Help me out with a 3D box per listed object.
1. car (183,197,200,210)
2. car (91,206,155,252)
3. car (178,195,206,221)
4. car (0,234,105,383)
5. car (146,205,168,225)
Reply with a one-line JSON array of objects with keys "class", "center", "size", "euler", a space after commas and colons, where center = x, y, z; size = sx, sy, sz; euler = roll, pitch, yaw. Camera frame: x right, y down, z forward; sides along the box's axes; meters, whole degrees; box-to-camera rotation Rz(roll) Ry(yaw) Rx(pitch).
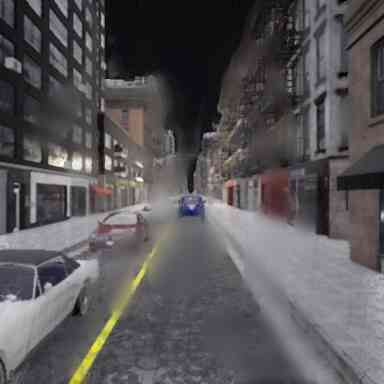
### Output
[{"class": "car", "center": [-0.033, 1.490, 43.904], "size": [2.128, 1.511, 4.902], "euler": [0, 0, 0]}, {"class": "car", "center": [-2.876, 1.541, 14.049], "size": [1.812, 1.442, 4.674], "euler": [0, 0, 0]}, {"class": "car", "center": [-0.003, 1.240, 27.419], "size": [2.150, 2.045, 5.566], "euler": [0, 0, 0]}, {"class": "car", "center": [-2.862, 1.608, 4.759], "size": [1.895, 1.301, 4.718], "euler": [0, 0, 0]}, {"class": "car", "center": [-2.808, 1.618, 24.005], "size": [1.895, 1.301, 4.718], "euler": [0, 0, 0]}]
